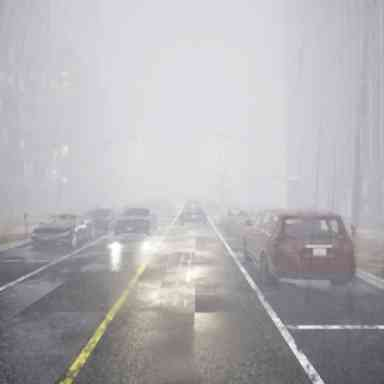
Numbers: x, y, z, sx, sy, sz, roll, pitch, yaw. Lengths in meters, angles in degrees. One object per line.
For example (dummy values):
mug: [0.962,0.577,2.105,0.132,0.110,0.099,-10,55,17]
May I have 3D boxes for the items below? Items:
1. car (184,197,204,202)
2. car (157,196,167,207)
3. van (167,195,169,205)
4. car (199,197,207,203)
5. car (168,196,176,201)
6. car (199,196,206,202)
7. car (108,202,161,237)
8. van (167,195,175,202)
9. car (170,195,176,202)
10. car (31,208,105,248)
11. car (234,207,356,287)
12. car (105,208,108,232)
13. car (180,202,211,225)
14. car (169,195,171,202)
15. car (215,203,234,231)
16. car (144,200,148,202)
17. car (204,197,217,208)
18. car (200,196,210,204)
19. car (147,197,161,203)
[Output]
car: [0.124,1.546,41.353,2.097,1.767,4.553,0,0,0]
car: [-5.655,1.798,54.975,1.887,1.381,4.507,0,0,0]
van: [-5.650,1.618,60.668,1.690,1.788,3.998,0,0,0]
car: [2.743,1.949,83.416,1.802,1.307,4.206,0,0,0]
car: [-5.631,1.977,94.820,1.947,1.339,4.313,0,0,0]
car: [2.747,1.915,89.278,1.752,1.417,4.829,0,0,0]
car: [-3.089,1.572,19.033,1.882,1.535,5.008,0,0,0]
van: [-5.633,1.730,89.129,1.690,1.788,3.998,0,0,0]
car: [-5.637,1.808,83.435,1.967,1.590,4.097,0,0,0]
car: [-5.678,1.627,15.129,2.008,1.369,4.403,0,0,0]
car: [2.700,1.363,9.422,2.192,1.841,5.009,0,0,0]
car: [-5.675,1.668,20.822,1.947,1.339,4.313,0,0,0]
car: [0.115,1.684,25.037,1.994,1.385,4.181,0,0,0]
car: [-5.648,1.882,66.359,1.802,1.307,4.206,0,0,0]
car: [2.706,1.628,20.974,1.752,1.417,4.829,0,0,0]
car: [-5.668,1.736,32.205,1.802,1.307,4.206,0,0,0]
car: [2.723,1.794,49.265,1.947,1.339,4.313,0,0,0]
car: [2.737,1.763,72.032,1.967,1.590,4.097,0,0,0]
car: [-5.662,1.755,43.590,2.008,1.369,4.403,0,0,0]
